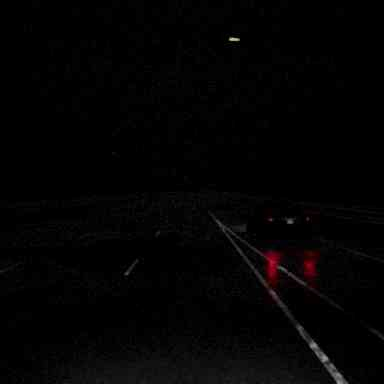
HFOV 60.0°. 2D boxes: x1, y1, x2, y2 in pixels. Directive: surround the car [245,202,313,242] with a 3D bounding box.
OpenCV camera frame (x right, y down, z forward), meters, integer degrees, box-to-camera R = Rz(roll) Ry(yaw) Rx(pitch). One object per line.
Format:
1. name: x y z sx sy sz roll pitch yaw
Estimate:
1. car: 3.968 1.243 15.915 2.097 1.767 4.553 0 0 -3
